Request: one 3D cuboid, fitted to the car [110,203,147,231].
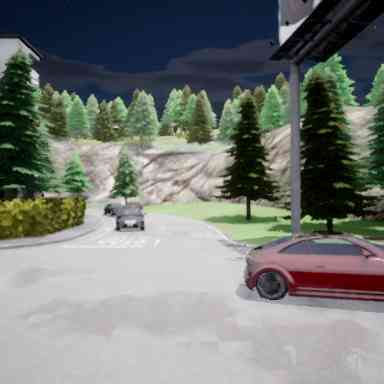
[{"bbox_3d":[-4.141,1.784,22.837,2.128,1.511,4.902,0,-1,-8],"label":"car"}]

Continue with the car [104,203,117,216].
[{"bbox_3d":[-8.718,1.995,38.007,1.837,1.490,4.892,0,-1,-28],"label":"car"}]

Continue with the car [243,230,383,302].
[{"bbox_3d":[3.250,1.577,7.401,4.181,1.385,1.994,-2,0,17],"label":"car"}]
